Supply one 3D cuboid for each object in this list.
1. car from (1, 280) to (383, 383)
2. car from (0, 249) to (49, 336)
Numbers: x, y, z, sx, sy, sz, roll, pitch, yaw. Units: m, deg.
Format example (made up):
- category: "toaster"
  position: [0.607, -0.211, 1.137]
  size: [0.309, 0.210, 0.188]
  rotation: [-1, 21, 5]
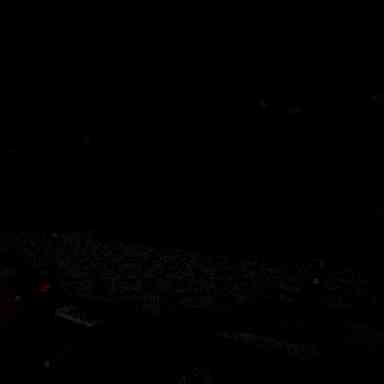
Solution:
- category: "car"
  position: [0.477, 1.592, 2.619]
  size: [4.206, 1.307, 1.802]
  rotation: [-1, 0, 36]
- category: "car"
  position: [-4.113, 1.643, 5.897]
  size: [4.206, 1.307, 1.802]
  rotation: [-1, 0, 36]
